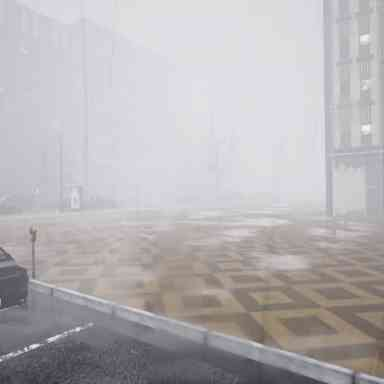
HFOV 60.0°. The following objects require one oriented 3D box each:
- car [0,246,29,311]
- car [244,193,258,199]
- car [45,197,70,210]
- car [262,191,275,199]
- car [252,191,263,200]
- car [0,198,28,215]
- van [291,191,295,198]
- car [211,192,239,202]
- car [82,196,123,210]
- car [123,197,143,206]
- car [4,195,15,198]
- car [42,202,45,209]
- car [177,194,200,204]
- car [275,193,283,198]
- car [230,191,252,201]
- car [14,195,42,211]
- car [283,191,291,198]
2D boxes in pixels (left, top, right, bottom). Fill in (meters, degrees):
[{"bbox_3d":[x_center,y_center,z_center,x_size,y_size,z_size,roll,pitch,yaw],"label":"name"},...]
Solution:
[{"bbox_3d":[-4.945,1.553,6.570,4.403,1.369,2.008,0,-1,35],"label":"car"},{"bbox_3d":[15.380,1.040,86.961,1.947,1.339,4.313,-1,0,36],"label":"car"},{"bbox_3d":[-14.938,1.358,40.647,1.812,1.442,4.674,-1,0,36],"label":"car"},{"bbox_3d":[15.685,0.740,73.091,2.192,1.841,5.009,-1,0,36],"label":"car"},{"bbox_3d":[12.447,1.046,68.613,1.802,1.307,4.206,-1,0,36],"label":"car"},{"bbox_3d":[-16.714,1.413,28.309,1.802,1.307,4.206,-1,0,36],"label":"car"},{"bbox_3d":[25.406,0.654,86.526,1.690,1.788,3.998,-1,0,36],"label":"van"},{"bbox_3d":[5.967,1.093,59.657,2.008,1.369,4.403,-1,0,36],"label":"car"},{"bbox_3d":[-10.235,1.186,37.266,1.967,1.590,4.097,-1,0,36],"label":"car"},{"bbox_3d":[-9.405,1.361,48.289,1.895,1.301,4.718,-1,0,36],"label":"car"},{"bbox_3d":[-20.675,1.385,32.710,1.882,1.535,5.008,-1,0,37],"label":"car"},{"bbox_3d":[-17.022,1.415,42.180,1.887,1.381,4.507,-1,0,36],"label":"car"},{"bbox_3d":[-0.515,1.062,50.700,1.967,1.590,4.097,-1,0,36],"label":"car"},{"bbox_3d":[18.927,0.938,77.569,2.008,1.369,4.403,-1,0,36],"label":"car"},{"bbox_3d":[9.207,1.048,64.135,1.887,1.381,4.507,-1,0,36],"label":"car"},{"bbox_3d":[-20.265,1.228,37.701,2.192,1.841,5.009,-1,0,36],"label":"car"},{"bbox_3d":[22.168,0.932,82.048,1.802,1.307,4.206,-1,0,36],"label":"car"}]
